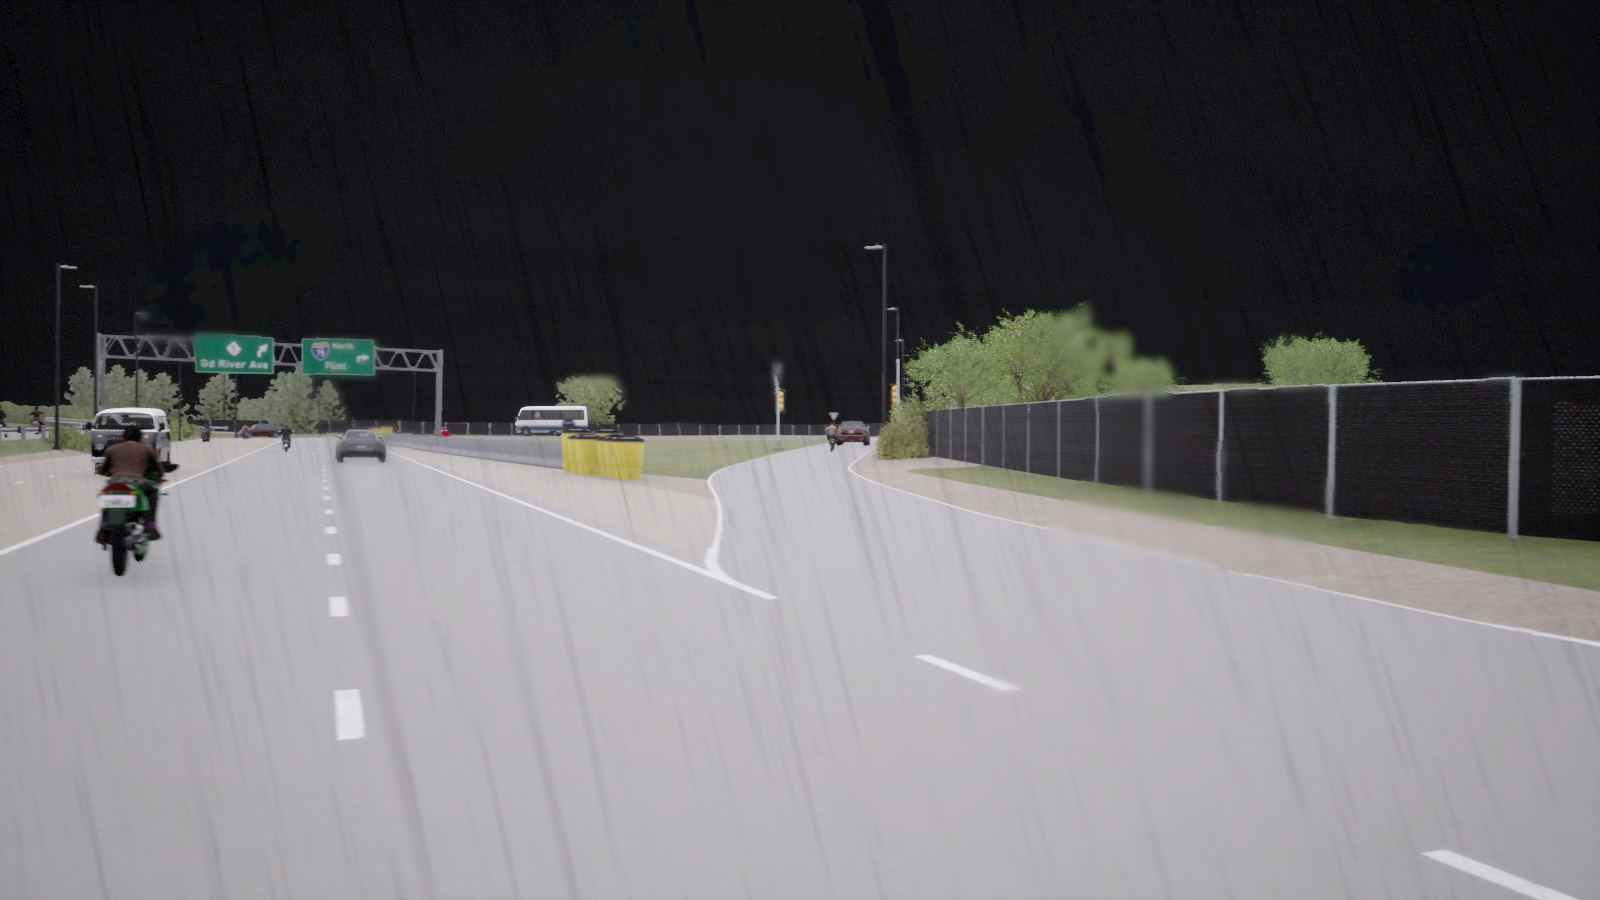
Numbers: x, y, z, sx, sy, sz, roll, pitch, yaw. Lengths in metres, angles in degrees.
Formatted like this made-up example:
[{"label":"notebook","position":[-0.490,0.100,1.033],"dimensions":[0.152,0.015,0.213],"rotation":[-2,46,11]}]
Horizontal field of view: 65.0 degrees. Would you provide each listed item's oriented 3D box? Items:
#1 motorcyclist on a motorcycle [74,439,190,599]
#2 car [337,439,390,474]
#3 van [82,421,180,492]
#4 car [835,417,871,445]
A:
[{"label":"motorcyclist on a motorcycle","position":[-6.949,0.651,13.162],"dimensions":[0.797,1.523,2.044],"rotation":[-1,1,-21]},{"label":"car","position":[-18.605,0.244,53.466],"dimensions":[1.994,1.385,4.181],"rotation":[-1,1,-21]},{"label":"van","position":[-20.333,0.155,38.373],"dimensions":[2.069,2.038,4.480],"rotation":[-1,1,-21]},{"label":"car","position":[3.592,-1.274,84.185],"dimensions":[2.097,1.767,4.553],"rotation":[-1,1,6]}]
